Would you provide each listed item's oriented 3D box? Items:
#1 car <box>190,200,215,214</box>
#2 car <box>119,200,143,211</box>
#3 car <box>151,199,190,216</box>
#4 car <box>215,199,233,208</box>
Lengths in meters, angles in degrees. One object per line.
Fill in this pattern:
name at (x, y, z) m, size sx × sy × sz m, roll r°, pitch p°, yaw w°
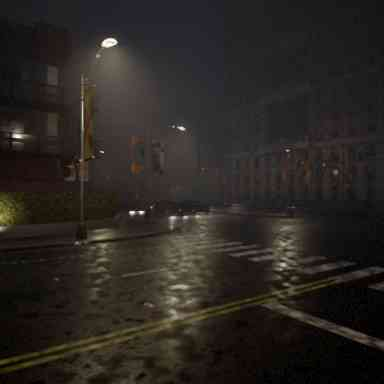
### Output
car at (-0.027, 1.596, 36.959) m, size 1.882 × 1.535 × 5.008 m, roll 0°, pitch 0°, yaw -35°
car at (-7.820, 1.663, 42.051) m, size 1.994 × 1.385 × 4.181 m, roll 0°, pitch 0°, yaw -35°
car at (-2.552, 1.604, 34.459) m, size 1.837 × 1.490 × 4.892 m, roll 0°, pitch 0°, yaw -35°
car at (4.152, 1.784, 51.363) m, size 1.895 × 1.301 × 4.718 m, roll 0°, pitch 0°, yaw -35°
